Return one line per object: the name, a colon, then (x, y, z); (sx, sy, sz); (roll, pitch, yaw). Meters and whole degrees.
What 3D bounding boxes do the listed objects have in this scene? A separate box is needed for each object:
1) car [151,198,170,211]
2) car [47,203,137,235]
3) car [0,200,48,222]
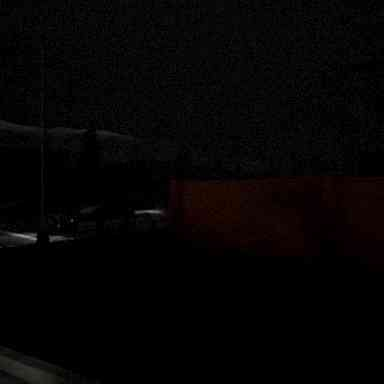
car: (-2.604, 1.364, 37.568); (1.994, 1.385, 4.181); (0, 0, 41)
car: (-5.188, 1.422, 18.481); (1.812, 1.442, 4.674); (0, 0, 41)
car: (-13.085, 1.343, 25.398); (2.128, 1.511, 4.902); (0, 0, 41)
